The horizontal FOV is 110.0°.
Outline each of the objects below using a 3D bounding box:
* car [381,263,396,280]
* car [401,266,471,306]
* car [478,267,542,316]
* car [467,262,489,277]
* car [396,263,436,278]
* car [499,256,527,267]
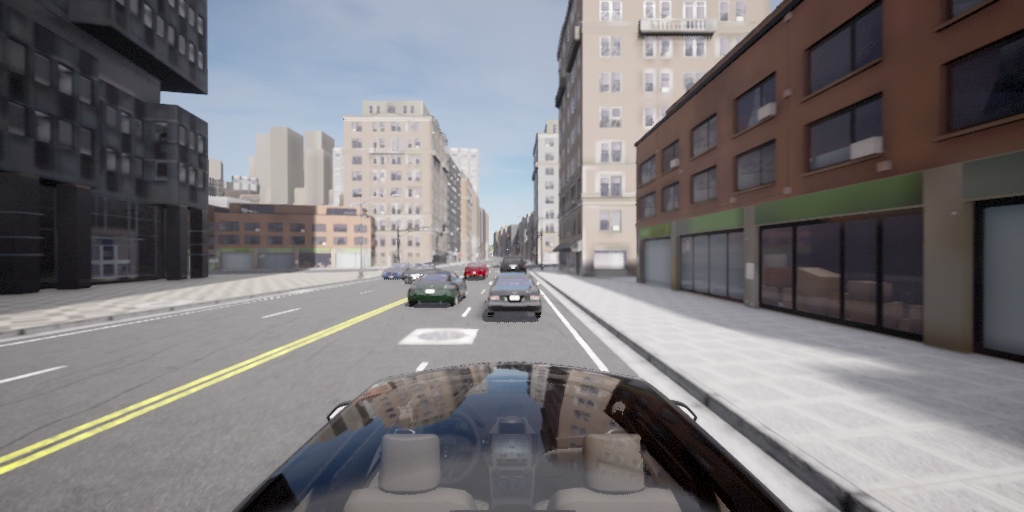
[{"bbox_3d":[-9.833,1.322,31.899,2.033,1.411,5.357,0,0,0],"label":"car"},{"bbox_3d":[-3.160,1.329,15.848,1.994,1.385,4.181,0,0,0],"label":"car"},{"bbox_3d":[0.087,1.309,13.302,2.033,1.411,5.357,0,0,0],"label":"car"},{"bbox_3d":[-3.156,1.253,32.558,1.882,1.535,5.008,0,0,0],"label":"car"},{"bbox_3d":[-6.592,1.263,26.735,2.128,1.511,4.902,0,0,0],"label":"car"},{"bbox_3d":[0.091,0.995,30.369,2.150,2.045,5.566,0,0,0],"label":"car"}]
